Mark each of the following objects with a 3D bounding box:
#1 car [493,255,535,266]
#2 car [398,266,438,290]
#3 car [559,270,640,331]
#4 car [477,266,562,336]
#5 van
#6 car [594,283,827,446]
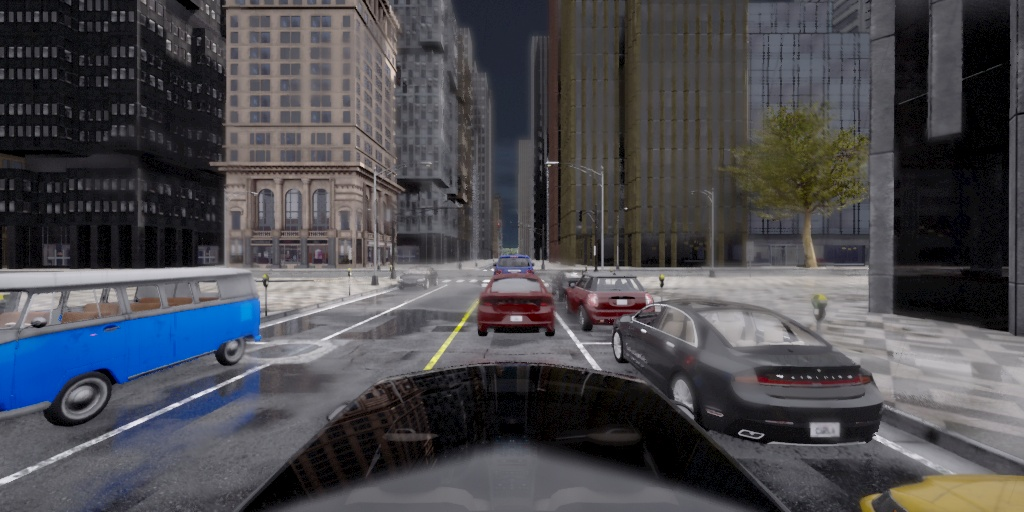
[{"bbox_3d":[0.110,0.967,20.259,2.150,2.045,5.566,0,0,0],"label":"car"},{"bbox_3d":[-5.724,1.295,22.285,2.007,1.370,4.403,0,0,0],"label":"car"},{"bbox_3d":[2.781,1.188,10.989,1.967,1.591,4.097,0,0,0],"label":"car"},{"bbox_3d":[0.109,1.226,10.375,1.882,1.535,5.008,0,0,0],"label":"car"},{"bbox_3d":[-5.755,1.090,5.362,1.690,1.789,3.998,0,0,0],"label":"van"},{"bbox_3d":[2.770,1.300,5.347,2.007,1.370,4.403,0,0,0],"label":"car"}]
